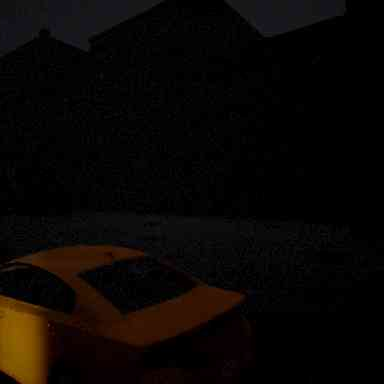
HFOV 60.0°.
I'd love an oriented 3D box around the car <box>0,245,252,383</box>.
[{"bbox_3d":[-1.670,1.487,4.536,5.008,1.535,2.097,0,0,36],"label":"car"}]
